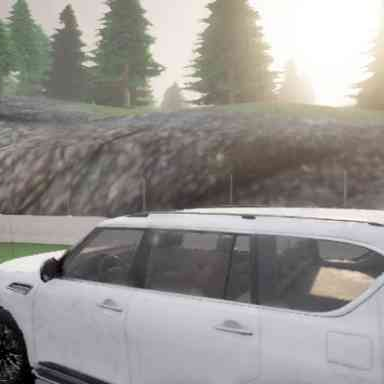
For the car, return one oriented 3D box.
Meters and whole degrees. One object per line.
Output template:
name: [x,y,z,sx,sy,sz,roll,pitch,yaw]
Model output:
car: [-0.097,1.181,3.706,5.566,2.045,2.150,0,0,30]
